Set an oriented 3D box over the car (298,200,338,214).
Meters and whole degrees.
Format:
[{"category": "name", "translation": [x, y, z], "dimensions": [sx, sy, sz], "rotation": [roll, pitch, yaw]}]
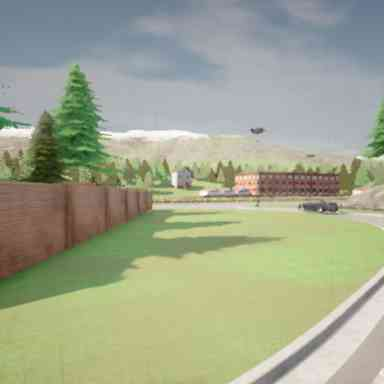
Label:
[{"category": "car", "translation": [13.735, 1.573, 36.469], "dimensions": [2.128, 1.511, 4.902], "rotation": [0, 0, -21]}]
